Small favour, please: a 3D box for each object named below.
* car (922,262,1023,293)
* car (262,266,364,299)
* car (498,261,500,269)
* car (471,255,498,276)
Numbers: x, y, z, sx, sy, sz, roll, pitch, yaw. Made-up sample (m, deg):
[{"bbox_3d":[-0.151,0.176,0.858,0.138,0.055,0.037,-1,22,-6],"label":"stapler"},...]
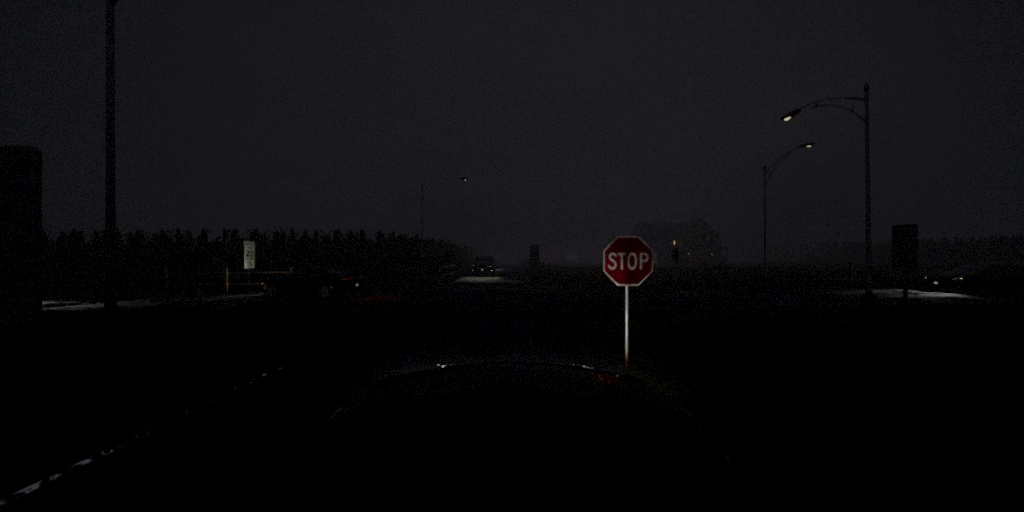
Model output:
[{"bbox_3d":[23.556,1.050,17.921,4.674,1.442,1.812,-1,0,1],"label":"car"},{"bbox_3d":[-10.047,1.297,18.116,5.008,1.535,1.882,-1,-1,12],"label":"car"},{"bbox_3d":[-2.846,1.301,56.790,2.033,1.411,5.357,0,0,0],"label":"car"},{"bbox_3d":[-2.869,0.965,37.107,2.150,2.045,5.566,0,0,0],"label":"car"}]
